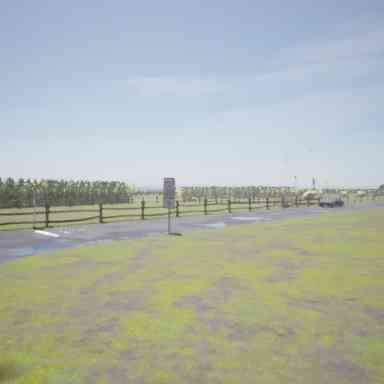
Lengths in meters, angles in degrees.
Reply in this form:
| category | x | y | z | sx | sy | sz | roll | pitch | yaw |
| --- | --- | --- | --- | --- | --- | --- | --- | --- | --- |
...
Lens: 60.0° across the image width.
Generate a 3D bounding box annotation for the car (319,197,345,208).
| category | x | y | z | sx | sy | sz | roll | pitch | yaw |
| --- | --- | --- | --- | --- | --- | --- | --- | --- | --- |
| car | 19.840 | 1.406 | 47.015 | 2.033 | 1.411 | 5.357 | 1 | 1 | 44 |
